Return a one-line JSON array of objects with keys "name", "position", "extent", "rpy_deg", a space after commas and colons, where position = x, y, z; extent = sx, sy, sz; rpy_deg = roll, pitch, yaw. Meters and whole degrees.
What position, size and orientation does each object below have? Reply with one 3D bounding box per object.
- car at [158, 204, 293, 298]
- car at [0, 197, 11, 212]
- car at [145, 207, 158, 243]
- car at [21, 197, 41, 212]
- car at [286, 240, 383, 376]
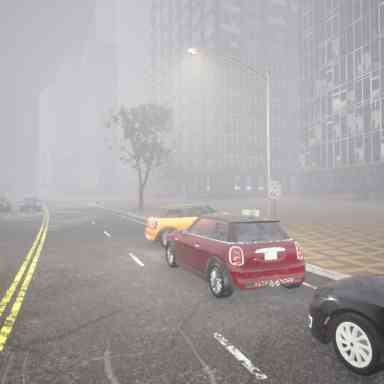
[{"name": "car", "position": [0.836, 1.355, 8.900], "extent": [2.097, 1.767, 4.553], "rpy_deg": [0, 0, -22]}, {"name": "car", "position": [-21.976, 1.390, 38.018], "extent": [2.097, 1.767, 4.553], "rpy_deg": [0, 0, -24]}, {"name": "car", "position": [0.288, 1.276, 14.541], "extent": [4.553, 1.767, 2.097], "rpy_deg": [-3, 1, -18]}, {"name": "car", "position": [-19.013, 1.393, 39.353], "extent": [2.097, 1.767, 4.553], "rpy_deg": [0, 0, -24]}, {"name": "car", "position": [3.595, 1.505, 3.441], "extent": [1.837, 1.490, 4.892], "rpy_deg": [0, 0, -36]}]
